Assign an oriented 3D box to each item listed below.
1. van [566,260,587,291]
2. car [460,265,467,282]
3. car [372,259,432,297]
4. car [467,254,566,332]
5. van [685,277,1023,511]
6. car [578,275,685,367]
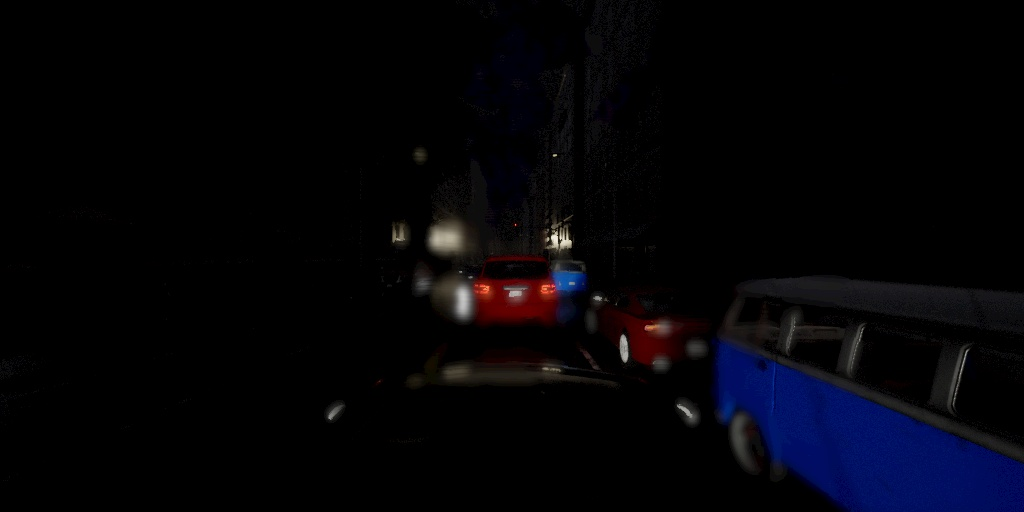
[{"bbox_3d":[2.890,1.086,19.089,1.690,1.789,3.998,0,0,0],"label":"van"},{"bbox_3d":[-2.955,1.339,28.685,1.895,1.301,4.718,0,0,0],"label":"car"},{"bbox_3d":[-5.635,1.060,19.066,2.192,1.841,5.009,0,0,0],"label":"car"},{"bbox_3d":[0.119,0.970,10.991,2.150,2.045,5.566,0,0,0],"label":"car"},{"bbox_3d":[2.856,1.091,2.107,1.690,1.789,3.998,0,0,0],"label":"van"},{"bbox_3d":[2.867,1.294,7.768,1.888,1.381,4.507,0,0,0],"label":"car"}]
